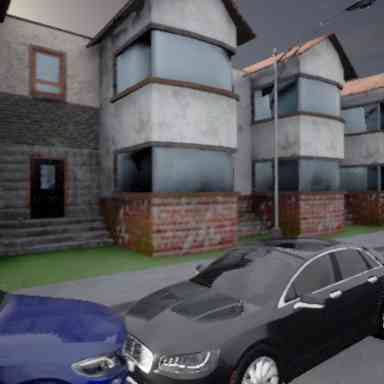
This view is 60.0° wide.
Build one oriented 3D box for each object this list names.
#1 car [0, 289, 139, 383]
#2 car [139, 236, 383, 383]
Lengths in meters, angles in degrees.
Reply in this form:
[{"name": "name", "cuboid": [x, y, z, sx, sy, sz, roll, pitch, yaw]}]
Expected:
[{"name": "car", "cuboid": [-2.960, 1.540, 3.226, 4.674, 1.442, 1.812, 0, 0, -13]}, {"name": "car", "cuboid": [1.308, 1.486, 4.854, 4.892, 1.490, 1.837, -1, 0, -37]}]
